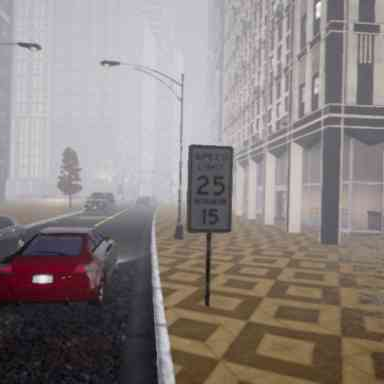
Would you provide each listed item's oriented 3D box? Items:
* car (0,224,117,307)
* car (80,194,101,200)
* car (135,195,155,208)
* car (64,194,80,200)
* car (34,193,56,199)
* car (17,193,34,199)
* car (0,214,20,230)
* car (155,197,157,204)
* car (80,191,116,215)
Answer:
[{"bbox_3d":[-2.912,1.508,7.889,1.994,1.385,4.181,2,0,-8],"label":"car"},{"bbox_3d":[-24.655,1.101,80.833,4.403,1.369,2.008,1,1,7],"label":"car"},{"bbox_3d":[-6.286,1.316,43.462,1.837,1.490,4.892,2,0,-3],"label":"car"},{"bbox_3d":[-25.699,1.052,72.519,4.403,1.369,2.008,1,1,7],"label":"car"},{"bbox_3d":[-35.818,1.018,82.236,4.313,1.339,1.947,0,1,7],"label":"car"},{"bbox_3d":[-41.399,0.970,82.937,4.313,1.339,1.947,0,1,7],"label":"car"},{"bbox_3d":[-6.153,1.362,9.070,1.837,1.490,4.892,2,0,-7],"label":"car"},{"bbox_3d":[-6.902,1.264,55.452,2.128,1.511,4.902,2,0,-2],"label":"car"},{"bbox_3d":[-8.567,0.990,31.386,2.150,2.045,5.566,1,0,-5],"label":"car"}]
